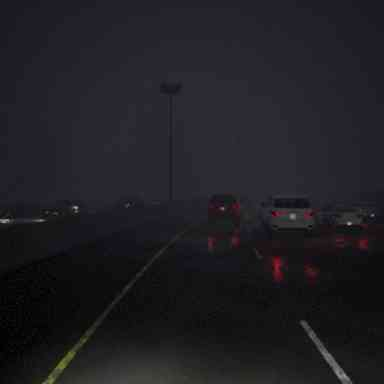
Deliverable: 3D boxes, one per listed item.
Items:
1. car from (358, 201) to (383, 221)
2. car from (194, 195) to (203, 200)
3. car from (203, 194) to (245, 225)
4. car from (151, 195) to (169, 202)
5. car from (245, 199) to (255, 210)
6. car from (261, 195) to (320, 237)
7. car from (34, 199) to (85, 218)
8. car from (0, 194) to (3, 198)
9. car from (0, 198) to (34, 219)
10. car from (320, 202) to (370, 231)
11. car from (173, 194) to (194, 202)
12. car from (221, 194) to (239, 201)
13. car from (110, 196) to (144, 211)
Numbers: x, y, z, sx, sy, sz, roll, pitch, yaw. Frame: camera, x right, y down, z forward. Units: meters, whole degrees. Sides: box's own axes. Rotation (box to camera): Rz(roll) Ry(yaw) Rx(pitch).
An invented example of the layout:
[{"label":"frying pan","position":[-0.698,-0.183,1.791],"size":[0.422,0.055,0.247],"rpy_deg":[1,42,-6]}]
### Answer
[{"label":"car","position":[13.621,1.461,26.467],"size":[1.812,1.442,4.674],"rpy_deg":[0,0,12]},{"label":"car","position":[2.023,1.319,67.668],"size":[2.033,1.411,5.357],"rpy_deg":[0,0,26]},{"label":"car","position":[2.437,1.146,23.940],"size":[2.150,2.045,5.566],"rpy_deg":[0,0,10]},{"label":"car","position":[-6.292,1.287,66.419],"size":[1.812,1.442,4.674],"rpy_deg":[0,0,24]},{"label":"car","position":[6.655,1.474,41.143],"size":[1.895,1.301,4.718],"rpy_deg":[0,0,17]},{"label":"car","position":[4.976,1.170,17.841],"size":[2.150,2.045,5.566],"rpy_deg":[0,0,8]},{"label":"car","position":[-11.073,1.387,28.819],"size":[1.837,1.490,4.892],"rpy_deg":[0,0,11]},{"label":"car","position":[-18.360,1.096,28.046],"size":[2.150,2.045,5.566],"rpy_deg":[0,0,11]},{"label":"car","position":[-14.759,1.442,28.156],"size":[1.994,1.385,4.181],"rpy_deg":[0,0,11]},{"label":"car","position":[8.907,1.473,20.329],"size":[1.812,1.442,4.674],"rpy_deg":[0,0,9]},{"label":"car","position":[-2.033,1.118,67.256],"size":[2.097,1.767,4.553],"rpy_deg":[0,0,24]},{"label":"car","position":[8.210,1.170,71.967],"size":[2.128,1.511,4.902],"rpy_deg":[0,0,28]},{"label":"car","position":[-6.481,1.227,33.501],"size":[2.097,1.767,4.553],"rpy_deg":[0,0,13]}]
